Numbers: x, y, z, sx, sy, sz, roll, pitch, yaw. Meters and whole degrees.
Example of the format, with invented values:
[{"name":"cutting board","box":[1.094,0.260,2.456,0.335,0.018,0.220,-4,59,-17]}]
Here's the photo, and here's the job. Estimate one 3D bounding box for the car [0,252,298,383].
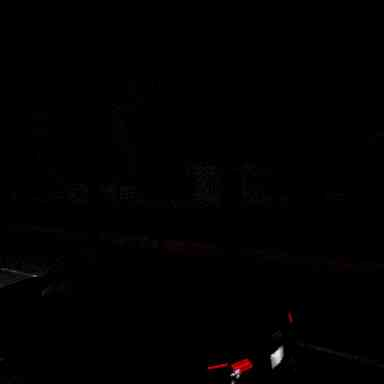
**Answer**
[{"name":"car","box":[-0.848,1.516,4.297,4.181,1.385,1.994,1,1,33]}]
